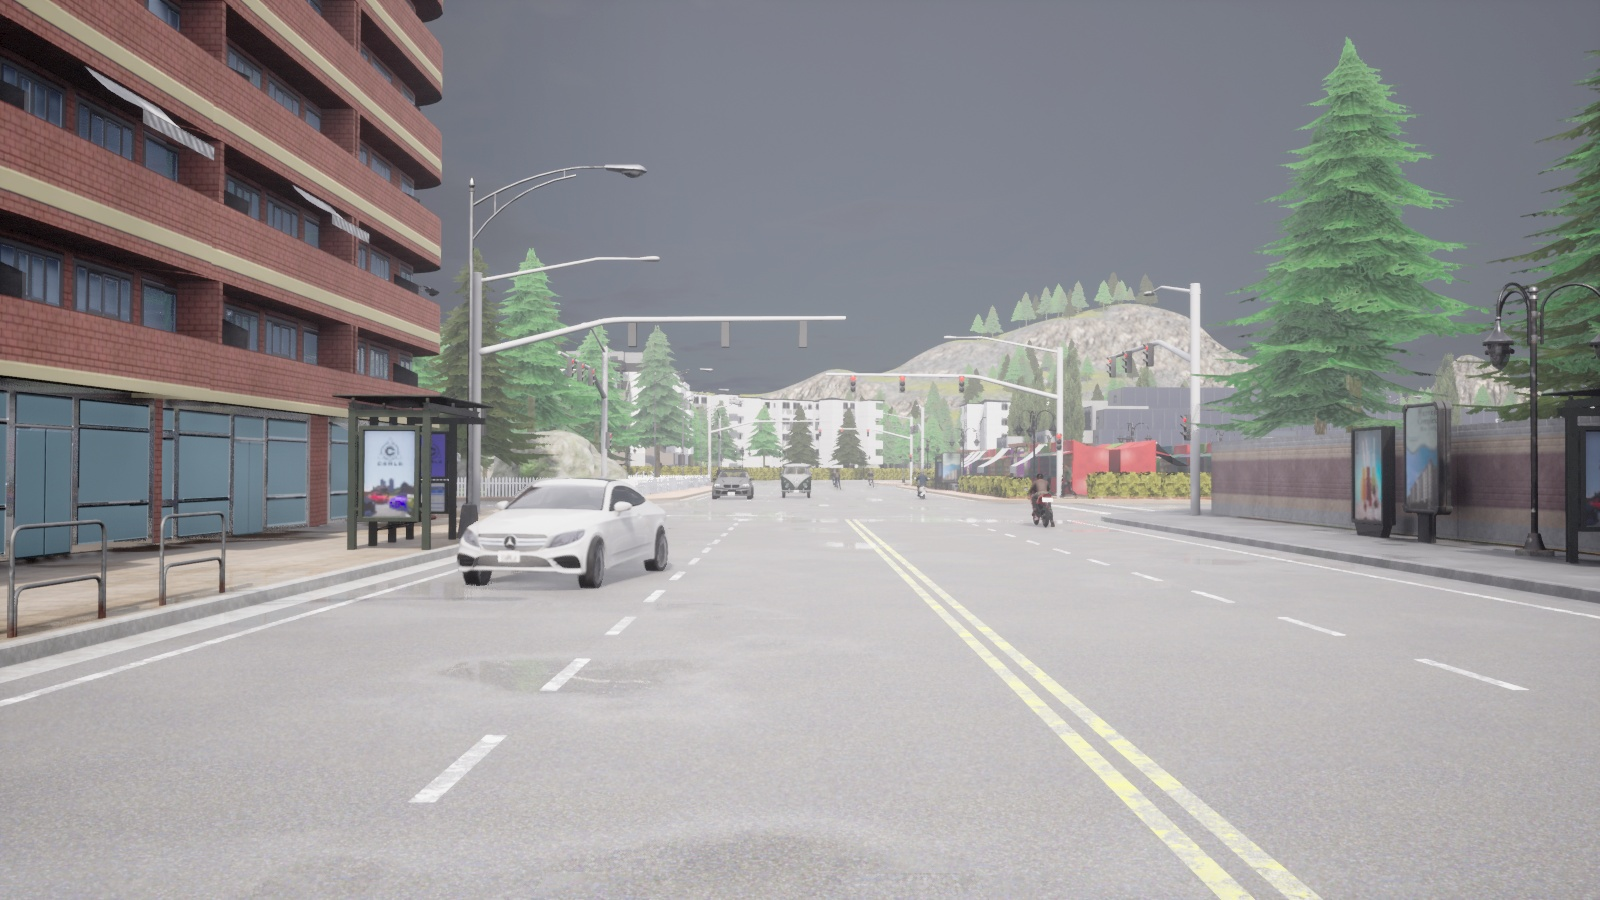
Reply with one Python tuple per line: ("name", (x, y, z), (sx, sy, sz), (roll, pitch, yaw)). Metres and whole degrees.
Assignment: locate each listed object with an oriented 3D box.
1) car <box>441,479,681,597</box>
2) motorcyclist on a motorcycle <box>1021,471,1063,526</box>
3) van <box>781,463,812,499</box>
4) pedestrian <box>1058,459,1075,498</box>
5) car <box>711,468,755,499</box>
("car", (-3.248, 1.157, 18.103), (1.812, 1.442, 4.674), (-1, -1, 11))
("motorcyclist on a motorcycle", (6.901, 1.371, 35.922), (0.797, 1.523, 2.044), (0, -1, 0))
("van", (-0.201, 1.800, 73.544), (1.775, 1.987, 4.442), (0, -1, 0))
("pedestrian", (13.337, 1.412, 62.813), (0.788, 1.949, 0.423), (-1, -1, 16))
("car", (-3.693, 1.844, 69.900), (2.242, 1.667, 4.611), (0, -1, 0))
